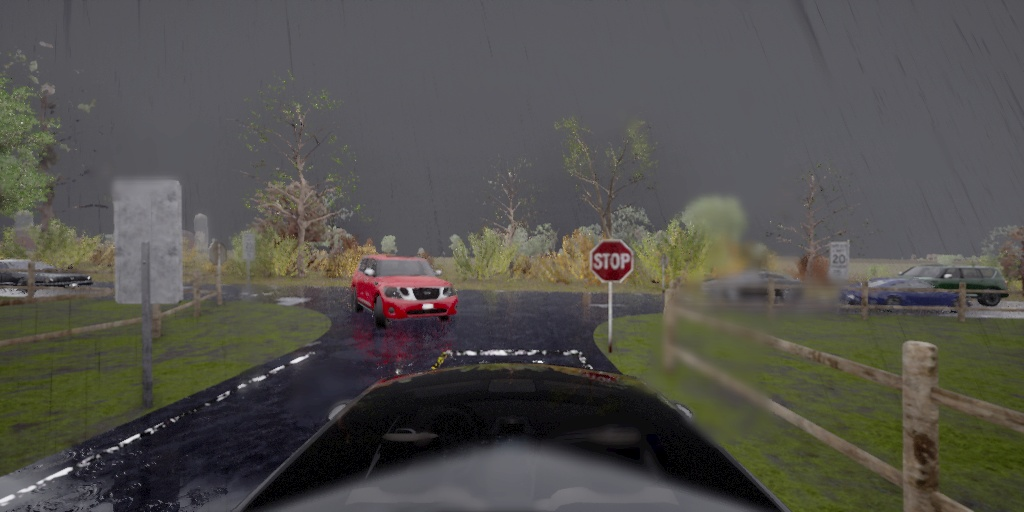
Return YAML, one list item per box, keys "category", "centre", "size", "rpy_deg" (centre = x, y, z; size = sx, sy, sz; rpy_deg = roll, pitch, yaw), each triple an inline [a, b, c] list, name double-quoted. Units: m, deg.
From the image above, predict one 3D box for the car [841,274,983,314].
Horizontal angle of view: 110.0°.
- category: "car"
  centre: [17.685, 1.728, 16.252]
  size: [4.674, 1.442, 1.812]
  rpy_deg: [1, 1, 0]

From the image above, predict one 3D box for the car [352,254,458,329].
- category: "car"
  centre: [-3.785, 0.989, 11.940]
  size: [2.150, 2.045, 5.566]
  rpy_deg: [2, -1, -34]

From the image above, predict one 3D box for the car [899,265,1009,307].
- category: "car"
  centre: [22.762, 1.502, 19.166]
  size: [5.566, 2.045, 2.150]
  rpy_deg: [1, 1, 0]

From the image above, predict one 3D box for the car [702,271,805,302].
- category: "car"
  centre: [12.805, 1.559, 19.181]
  size: [4.902, 1.511, 2.128]
  rpy_deg: [1, 1, 0]

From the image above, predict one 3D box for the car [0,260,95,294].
- category: "car"
  centre: [-22.543, 0.884, 16.281]
  size: [5.357, 1.411, 2.033]
  rpy_deg: [1, 1, 0]
